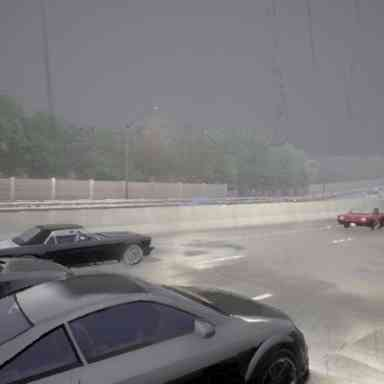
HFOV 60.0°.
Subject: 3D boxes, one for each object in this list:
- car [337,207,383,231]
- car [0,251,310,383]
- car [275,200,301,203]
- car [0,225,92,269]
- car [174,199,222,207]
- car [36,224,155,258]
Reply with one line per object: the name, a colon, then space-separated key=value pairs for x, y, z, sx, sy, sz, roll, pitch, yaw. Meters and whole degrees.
car: x=10.905 y=1.541 z=20.073 sx=4.718 sy=1.301 sz=1.895 roll=0 pitch=0 yaw=-35
car: x=-0.727 y=1.565 z=3.350 sx=4.181 sy=1.385 sz=1.994 roll=0 pitch=0 yaw=-35
car: x=9.001 y=1.470 z=31.753 sx=5.357 sy=1.411 sz=2.033 roll=0 pitch=0 yaw=-35
car: x=-4.271 y=1.504 z=4.996 sx=4.892 sy=1.490 sz=1.837 roll=0 pitch=0 yaw=-36
car: x=0.537 y=1.425 z=30.110 sx=5.008 sy=1.535 sz=1.882 roll=0 pitch=0 yaw=-35
car: x=-3.525 y=1.597 z=9.829 sx=4.718 sy=1.301 sz=1.895 roll=0 pitch=0 yaw=-35
